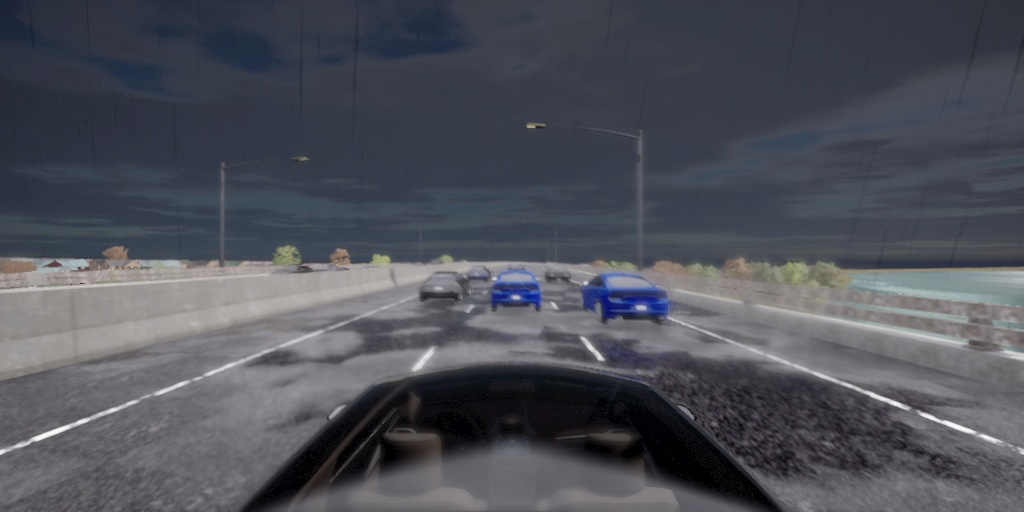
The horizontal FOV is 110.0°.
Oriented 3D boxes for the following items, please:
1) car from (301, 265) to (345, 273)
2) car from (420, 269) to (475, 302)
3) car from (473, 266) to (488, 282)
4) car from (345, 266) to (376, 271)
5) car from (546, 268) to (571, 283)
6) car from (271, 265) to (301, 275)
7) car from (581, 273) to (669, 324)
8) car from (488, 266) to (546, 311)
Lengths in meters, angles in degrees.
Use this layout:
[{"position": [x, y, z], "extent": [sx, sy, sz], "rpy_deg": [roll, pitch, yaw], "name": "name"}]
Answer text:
[{"position": [-17.194, 1.585, 33.993], "extent": [2.128, 1.511, 4.902], "rpy_deg": [0, -1, 1], "name": "car"}, {"position": [-3.268, 1.481, 18.231], "extent": [1.994, 1.385, 4.181], "rpy_deg": [0, -1, 1], "name": "car"}, {"position": [-3.003, 1.657, 33.703], "extent": [1.994, 1.385, 4.181], "rpy_deg": [0, -1, 1], "name": "car"}, {"position": [-13.690, 1.660, 34.126], "extent": [1.994, 1.385, 4.181], "rpy_deg": [0, -1, 1], "name": "car"}, {"position": [3.948, 1.669, 31.444], "extent": [1.895, 1.301, 4.718], "rpy_deg": [0, -1, 1], "name": "car"}, {"position": [-20.692, 1.599, 34.098], "extent": [1.837, 1.490, 4.892], "rpy_deg": [0, -1, 1], "name": "car"}, {"position": [3.663, 1.335, 12.506], "extent": [1.882, 1.535, 5.008], "rpy_deg": [0, -1, 1], "name": "car"}, {"position": [0.195, 1.363, 15.214], "extent": [1.882, 1.535, 5.008], "rpy_deg": [0, -1, 1], "name": "car"}]
